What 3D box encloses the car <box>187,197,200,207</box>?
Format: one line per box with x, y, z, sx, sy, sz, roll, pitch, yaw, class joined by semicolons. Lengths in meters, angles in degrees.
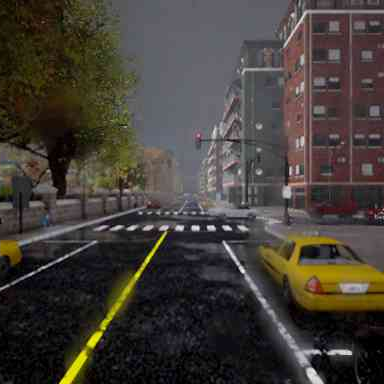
0.048;1.910;59.707;2.033;1.411;5.357;0;0;0;car

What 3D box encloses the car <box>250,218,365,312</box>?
2.680;1.571;7.821;1.752;1.417;4.829;0;0;0;car

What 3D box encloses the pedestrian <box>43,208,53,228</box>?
-8.868;1.540;20.425;0.375;1.300;0.375;0;0;0;pedestrian

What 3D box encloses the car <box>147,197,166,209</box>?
-5.747;1.622;51.208;2.192;1.841;5.009;0;0;0;car

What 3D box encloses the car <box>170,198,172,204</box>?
-5.763;1.961;67.812;1.887;1.381;4.507;0;0;0;car

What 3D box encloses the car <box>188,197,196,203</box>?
-0.088;2.097;86.933;1.994;1.385;4.181;0;0;0;car

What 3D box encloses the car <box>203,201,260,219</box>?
3.771;1.799;30.671;4.718;1.301;1.895;1;0;-20;car

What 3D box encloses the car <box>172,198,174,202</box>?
-5.775;2.072;78.881;1.802;1.307;4.206;0;0;0;car

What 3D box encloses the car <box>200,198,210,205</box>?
2.617;1.967;67.821;2.008;1.369;4.403;0;0;0;car

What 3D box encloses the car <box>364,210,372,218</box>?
20.270;2.126;34.673;4.507;1.381;1.887;1;-1;0;car

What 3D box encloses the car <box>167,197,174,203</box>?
-5.786;2.147;89.952;1.802;1.307;4.206;0;0;0;car

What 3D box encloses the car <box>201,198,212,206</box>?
2.623;1.924;62.285;1.887;1.381;4.507;0;0;0;car

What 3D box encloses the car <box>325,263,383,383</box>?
2.687;1.578;2.020;1.947;1.339;4.313;0;0;0;car

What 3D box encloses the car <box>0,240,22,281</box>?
-5.700;1.568;7.471;1.752;1.417;4.829;0;0;0;car

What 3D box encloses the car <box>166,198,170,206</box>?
-5.758;1.819;62.277;1.967;1.590;4.097;0;0;0;car

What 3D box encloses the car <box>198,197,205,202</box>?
2.588;2.149;95.496;1.887;1.381;4.507;0;0;0;car

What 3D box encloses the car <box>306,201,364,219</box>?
14.579;1.793;34.654;5.009;1.841;2.192;1;-1;0;car

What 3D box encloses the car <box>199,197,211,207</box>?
2.628;1.870;56.921;1.752;1.417;4.829;0;0;0;car

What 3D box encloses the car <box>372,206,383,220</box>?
20.494;1.932;32.070;4.553;1.767;2.097;1;0;0;car

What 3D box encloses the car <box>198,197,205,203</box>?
2.594;2.110;89.961;1.887;1.381;4.507;0;0;0;car
